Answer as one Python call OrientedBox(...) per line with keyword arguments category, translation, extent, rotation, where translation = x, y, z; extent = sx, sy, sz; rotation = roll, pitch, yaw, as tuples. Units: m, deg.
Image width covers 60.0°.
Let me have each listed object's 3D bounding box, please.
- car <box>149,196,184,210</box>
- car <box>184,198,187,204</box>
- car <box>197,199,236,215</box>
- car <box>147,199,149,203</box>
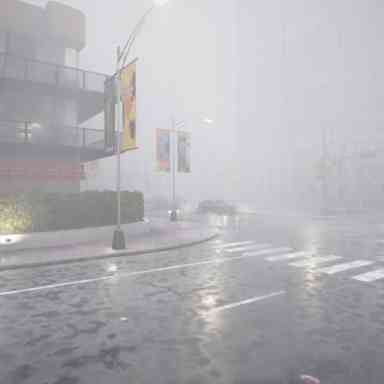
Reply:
OrientedBox(category="car", translation=(-3.324, 1.561, 42.114), extent=(1.994, 1.385, 4.181), rotation=(0, 0, -35))
OrientedBox(category="car", translation=(-2.419, 1.543, 62.047), extent=(2.033, 1.411, 5.357), rotation=(0, 0, -19))
OrientedBox(category="car", translation=(2.451, 1.502, 33.846), extent=(1.837, 1.490, 4.892), rotation=(0, 0, -35))
OrientedBox(category="car", translation=(-6.023, 1.488, 59.267), extent=(4.902, 1.511, 2.128), rotation=(0, 0, 42))
